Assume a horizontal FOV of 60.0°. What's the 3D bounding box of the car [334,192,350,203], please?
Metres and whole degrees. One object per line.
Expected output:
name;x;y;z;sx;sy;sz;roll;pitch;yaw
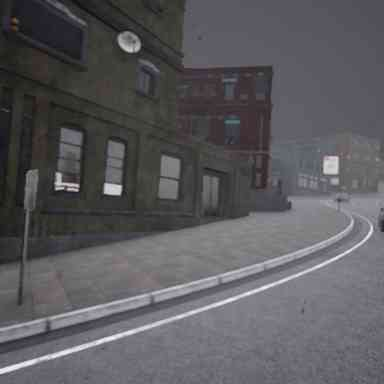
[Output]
car;25.577;0.815;56.662;2.097;1.767;4.553;2;2;29

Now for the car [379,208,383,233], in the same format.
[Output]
car;11.447;1.264;18.090;2.097;1.767;4.553;1;1;28
